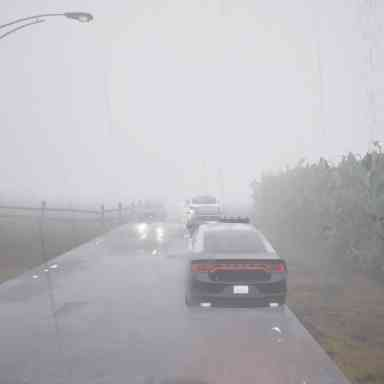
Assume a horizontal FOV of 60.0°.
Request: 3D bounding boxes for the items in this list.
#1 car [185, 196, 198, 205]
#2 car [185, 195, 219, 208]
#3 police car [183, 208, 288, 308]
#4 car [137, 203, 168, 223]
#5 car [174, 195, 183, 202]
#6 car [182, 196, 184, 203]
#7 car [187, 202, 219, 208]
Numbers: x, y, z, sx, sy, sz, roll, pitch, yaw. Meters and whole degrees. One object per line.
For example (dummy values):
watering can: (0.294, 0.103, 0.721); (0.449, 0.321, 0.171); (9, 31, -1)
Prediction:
car: (-0.069, 1.452, 59.821); (2.128, 1.511, 4.902); (0, 0, 0)
car: (0.794, 1.197, 24.050); (2.150, 2.045, 5.566); (0, 0, 0)
police car: (0.814, 1.420, 8.131); (1.930, 1.638, 5.238); (0, 0, 0)
car: (-2.881, 1.537, 25.038); (1.994, 1.385, 4.181); (0, 0, 0)
car: (-2.834, 1.362, 72.442); (2.097, 1.767, 4.553); (0, 0, 0)
car: (-0.013, 1.420, 46.376); (1.882, 1.535, 5.008); (0, 0, 1)
car: (0.803, 1.490, 18.021); (1.837, 1.490, 4.892); (0, 0, 0)
